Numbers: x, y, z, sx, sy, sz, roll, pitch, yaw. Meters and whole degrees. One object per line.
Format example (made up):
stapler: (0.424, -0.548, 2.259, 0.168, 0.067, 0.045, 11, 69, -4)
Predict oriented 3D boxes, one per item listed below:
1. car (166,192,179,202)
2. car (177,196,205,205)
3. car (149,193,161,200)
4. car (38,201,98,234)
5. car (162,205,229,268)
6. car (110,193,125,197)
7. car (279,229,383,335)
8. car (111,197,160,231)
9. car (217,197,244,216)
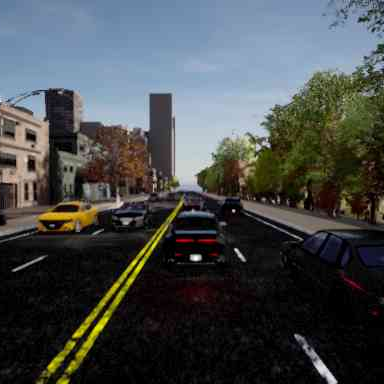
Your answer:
car: (-3.511, 0.762, 59.804, 2.097, 1.767, 4.553, 0, 1, 0)
car: (0.093, 1.205, 28.889, 2.128, 1.511, 4.902, 0, 1, 0)
car: (-6.755, 0.933, 60.287, 1.812, 1.442, 4.674, 0, 1, 0)
car: (-6.604, 1.296, 18.214, 1.882, 1.535, 5.008, 0, 1, 0)
car: (0.097, 1.396, 10.867, 1.837, 1.490, 4.892, 0, 1, 0)
car: (-20.714, 0.913, 91.912, 4.313, 1.339, 1.947, -1, 2, -1)
car: (3.349, 1.479, 6.863, 2.033, 1.411, 5.357, 0, 1, 0)
car: (-3.353, 1.299, 19.376, 2.128, 1.511, 4.902, 0, 1, 0)
car: (3.342, 1.218, 29.011, 1.837, 1.490, 4.892, 0, 1, 0)
